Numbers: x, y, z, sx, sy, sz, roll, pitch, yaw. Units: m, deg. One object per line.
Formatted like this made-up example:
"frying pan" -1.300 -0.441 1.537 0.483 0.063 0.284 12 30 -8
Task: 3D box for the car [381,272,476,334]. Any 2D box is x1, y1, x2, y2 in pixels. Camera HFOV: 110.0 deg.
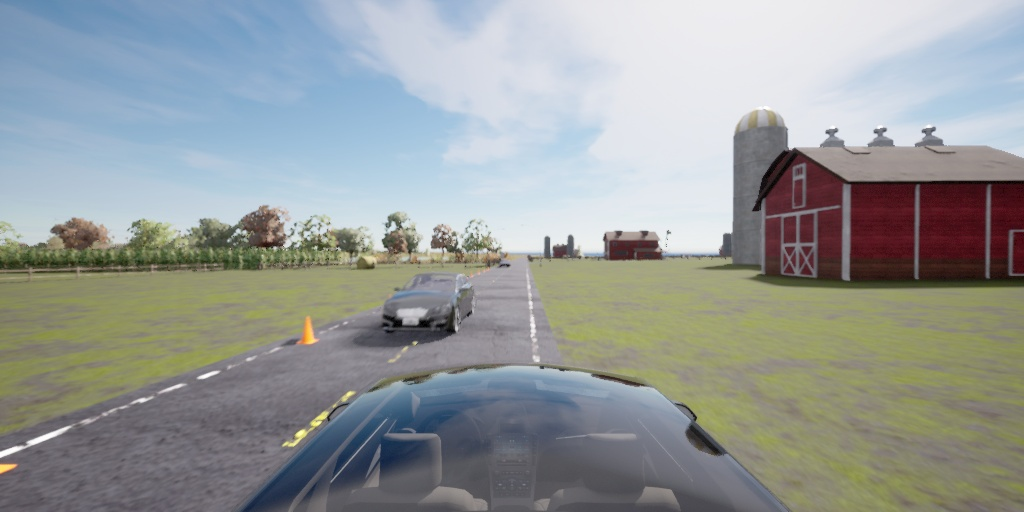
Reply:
"car" -2.236 1.237 10.677 2.128 1.511 4.902 0 0 2

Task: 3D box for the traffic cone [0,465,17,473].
"traffic cone" -4.833 1.692 3.212 0.340 0.580 0.340 0 0 1

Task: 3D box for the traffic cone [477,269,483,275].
"traffic cone" -3.569 1.696 38.254 0.340 0.580 0.340 0 0 2

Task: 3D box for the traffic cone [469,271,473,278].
"traffic cone" -3.759 1.696 33.259 0.340 0.580 0.340 0 0 2

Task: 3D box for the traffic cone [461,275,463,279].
"traffic cone" -3.950 1.697 28.261 0.340 0.580 0.340 0 0 2

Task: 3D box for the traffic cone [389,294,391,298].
"traffic cone" -4.521 1.695 13.273 0.340 0.580 0.340 0 0 2

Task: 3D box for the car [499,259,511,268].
"car" -1.328 1.286 62.441 2.033 1.411 5.357 0 0 -5

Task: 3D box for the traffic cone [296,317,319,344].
"traffic cone" -4.712 1.694 8.272 0.340 0.580 0.340 0 0 2

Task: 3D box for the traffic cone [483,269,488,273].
"traffic cone" -3.379 1.695 43.251 0.340 0.580 0.340 0 0 2
